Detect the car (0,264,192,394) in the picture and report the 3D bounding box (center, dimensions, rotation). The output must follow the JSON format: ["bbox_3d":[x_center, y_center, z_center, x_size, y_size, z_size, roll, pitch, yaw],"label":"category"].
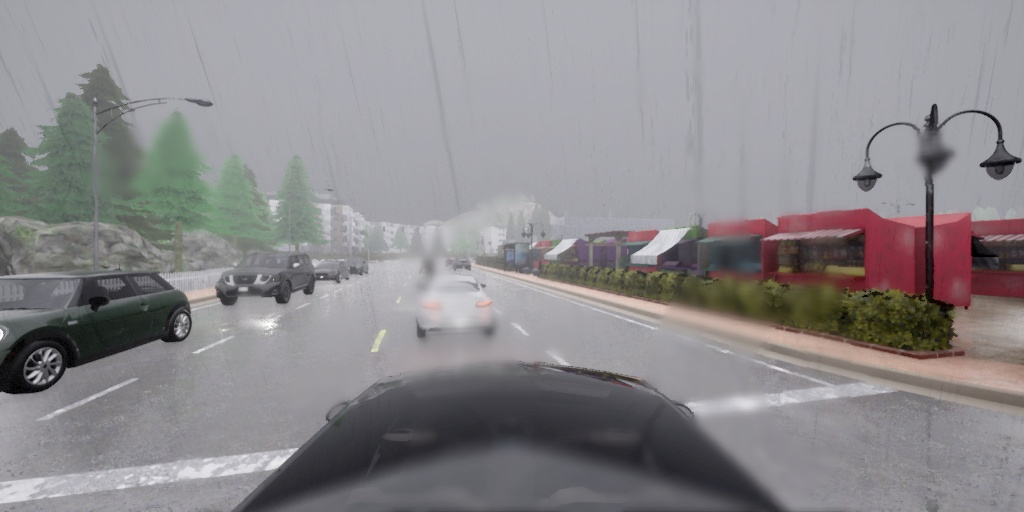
[{"bbox_3d":[-8.115,1.074,6.332,2.097,1.767,4.553,0,0,-13],"label":"car"}]

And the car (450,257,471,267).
[{"bbox_3d":[-5.955,0.953,42.330,1.837,1.490,4.892,0,0,-14],"label":"car"}]

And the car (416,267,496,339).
[{"bbox_3d":[-1.631,1.222,9.935,1.812,1.442,4.674,0,0,-13],"label":"car"}]

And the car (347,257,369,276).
[{"bbox_3d":[-14.730,0.866,33.312,2.097,1.767,4.553,0,0,-14],"label":"car"}]

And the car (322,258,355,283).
[{"bbox_3d":[-12.778,1.080,25.345,1.837,1.490,4.892,0,0,-14],"label":"car"}]

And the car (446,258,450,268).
[{"bbox_3d":[-8.291,0.856,51.372,1.882,1.535,5.008,0,0,-14],"label":"car"}]

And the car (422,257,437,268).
[{"bbox_3d":[-11.681,0.886,50.825,1.837,1.490,4.892,0,0,-14],"label":"car"}]

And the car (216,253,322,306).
[{"bbox_3d":[-10.412,0.871,15.741,2.150,2.045,5.566,0,0,-14],"label":"car"}]

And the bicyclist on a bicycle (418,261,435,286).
[{"bbox_3d":[-4.625,1.073,19.737,0.582,1.620,1.656,0,1,24],"label":"bicyclist on a bicycle"}]
